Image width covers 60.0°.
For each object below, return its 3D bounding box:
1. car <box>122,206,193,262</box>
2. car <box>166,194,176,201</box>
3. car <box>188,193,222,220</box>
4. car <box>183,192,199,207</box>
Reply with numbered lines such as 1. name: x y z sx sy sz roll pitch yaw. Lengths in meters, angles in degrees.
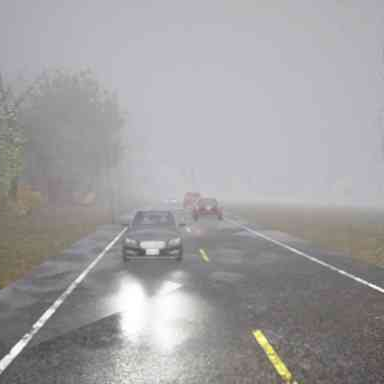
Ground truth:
1. car: -1.330 1.397 11.773 2.128 1.511 4.902 0 0 -5
2. car: -4.554 1.153 72.931 1.812 1.442 4.674 0 0 -1
3. car: 1.054 1.199 26.205 2.097 1.767 4.553 0 0 -4
4. car: 0.035 0.979 42.483 2.150 2.045 5.566 0 0 -2
